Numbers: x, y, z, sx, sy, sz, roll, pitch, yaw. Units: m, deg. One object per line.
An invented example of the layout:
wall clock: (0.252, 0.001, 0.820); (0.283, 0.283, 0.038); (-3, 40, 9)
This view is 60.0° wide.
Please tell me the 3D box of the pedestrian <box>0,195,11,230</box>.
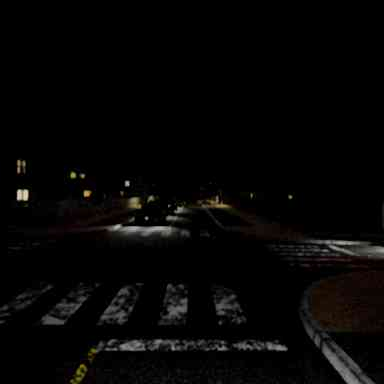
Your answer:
pedestrian: (-9.666, 1.040, 17.098); (0.375, 1.860, 0.375); (0, -2, 0)

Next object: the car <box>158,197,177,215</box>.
car: (-2.918, 1.411, 33.853); (2.097, 1.767, 4.553); (0, 0, 0)

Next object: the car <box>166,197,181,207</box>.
car: (-2.921, 1.623, 54.065); (2.128, 1.511, 4.902); (0, 0, 0)

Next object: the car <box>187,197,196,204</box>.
car: (-0.141, 1.692, 66.153); (1.837, 1.490, 4.892); (0, 0, 0)

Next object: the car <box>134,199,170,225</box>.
car: (-2.952, 1.541, 24.546); (1.837, 1.490, 4.892); (0, 0, 2)

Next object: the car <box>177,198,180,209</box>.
car: (-2.938, 1.617, 43.895); (1.812, 1.442, 4.674); (0, 0, 0)
